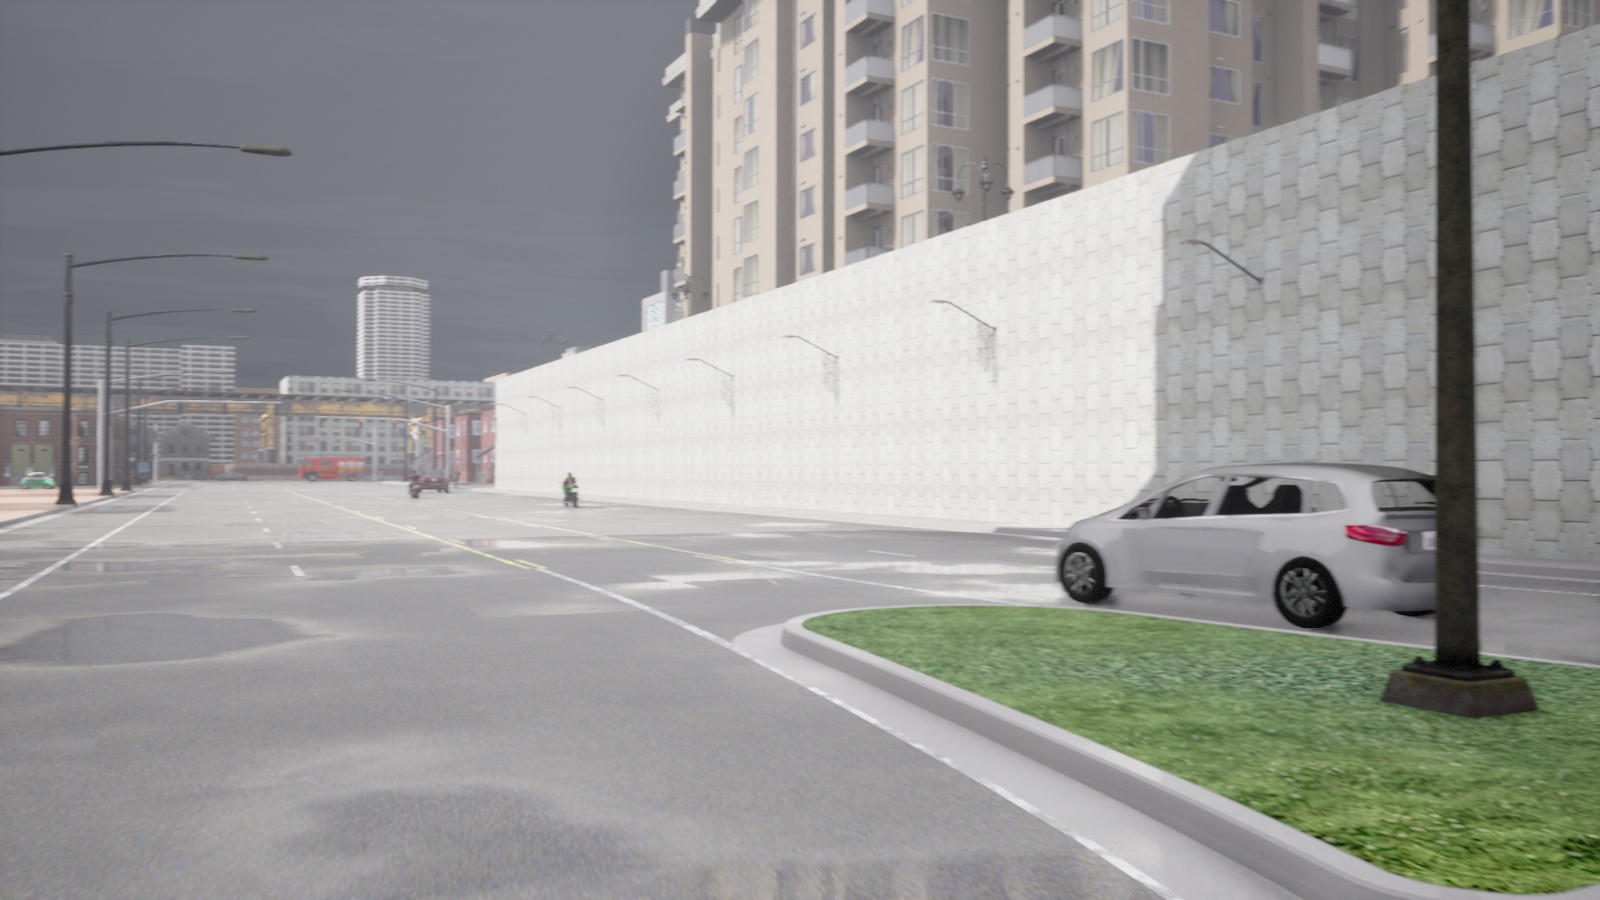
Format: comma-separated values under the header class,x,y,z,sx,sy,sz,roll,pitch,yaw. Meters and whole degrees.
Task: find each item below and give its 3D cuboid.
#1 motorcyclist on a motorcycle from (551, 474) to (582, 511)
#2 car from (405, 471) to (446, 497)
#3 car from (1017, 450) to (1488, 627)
class,x,y,z,sx,sy,sz,roll,pitch,yaw
motorcyclist on a motorcycle,-9.855,1.773,52.865,0.797,1.523,2.044,0,-1,-25
car,-26.443,2.368,88.529,2.097,1.767,4.553,0,-1,-25
car,4.956,0.880,14.410,2.242,1.667,4.611,0,-1,-35
